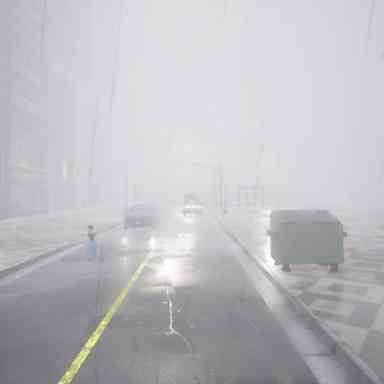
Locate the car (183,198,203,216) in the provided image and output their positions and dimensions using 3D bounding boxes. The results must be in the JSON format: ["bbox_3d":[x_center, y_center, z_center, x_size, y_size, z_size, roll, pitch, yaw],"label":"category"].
[{"bbox_3d":[0.086,1.605,33.037,1.895,1.301,4.718,0,0,0],"label":"car"}]

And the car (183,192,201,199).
[{"bbox_3d":[-0.006,1.218,42.934,2.150,2.045,5.566,0,0,0],"label":"car"}]

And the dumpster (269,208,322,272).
[{"bbox_3d":[3.121,1.397,10.283,1.020,1.700,1.940,-1,-1,0],"label":"dumpster"}]

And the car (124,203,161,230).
[{"bbox_3d":[-3.102,1.481,21.543,1.882,1.535,5.008,0,1,0],"label":"car"}]

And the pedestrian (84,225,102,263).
[{"bbox_3d":[-3.140,1.574,10.533,0.375,1.300,0.375,1,-1,-10],"label":"pedestrian"}]
